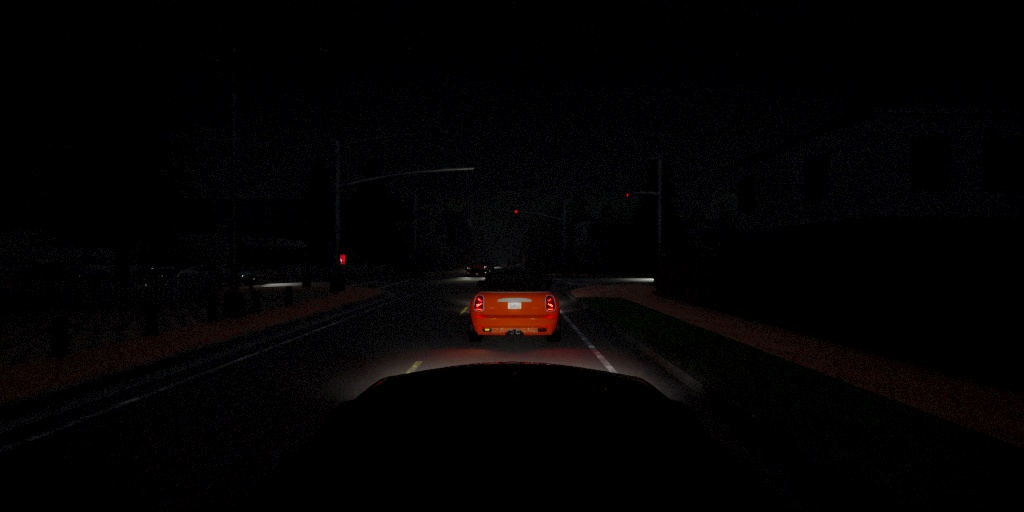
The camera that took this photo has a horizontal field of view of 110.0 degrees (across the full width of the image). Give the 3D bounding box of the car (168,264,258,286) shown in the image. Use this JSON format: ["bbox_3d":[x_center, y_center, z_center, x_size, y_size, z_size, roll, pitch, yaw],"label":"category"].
[{"bbox_3d":[-20.005,1.291,24.435,4.674,1.442,1.812,0,0,-2],"label":"car"}]

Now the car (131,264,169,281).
[{"bbox_3d":[-26.821,1.329,27.905,4.181,1.385,1.994,0,0,-2],"label":"car"}]

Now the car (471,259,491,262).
[{"bbox_3d":[-3.343,1.102,34.997,2.097,1.767,4.553,0,0,-4],"label":"car"}]

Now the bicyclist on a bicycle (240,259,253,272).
[{"bbox_3d":[-23.569,1.066,31.794,0.582,1.620,1.656,0,0,-2],"label":"bicyclist on a bicycle"}]

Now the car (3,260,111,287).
[{"bbox_3d":[-30.185,1.243,24.122,5.008,1.535,1.882,0,0,-1],"label":"car"}]

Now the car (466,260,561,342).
[{"bbox_3d":[0.069,1.102,9.944,2.097,1.767,4.553,0,0,0],"label":"car"}]
